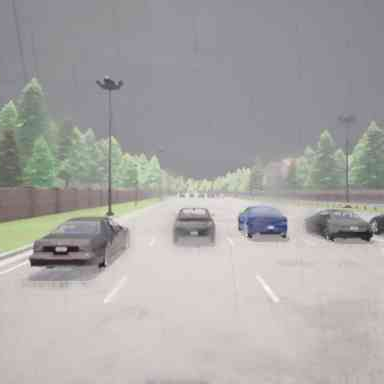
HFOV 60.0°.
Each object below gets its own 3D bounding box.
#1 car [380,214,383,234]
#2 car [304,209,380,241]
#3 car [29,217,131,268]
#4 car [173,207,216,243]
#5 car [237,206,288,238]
[{"bbox_3d":[10.597,1.491,16.152,1.837,1.490,4.892,0,0,0],"label":"car"},{"bbox_3d":[7.096,1.550,16.569,1.994,1.385,4.181,0,0,0],"label":"car"},{"bbox_3d":[-3.403,1.538,11.166,2.033,1.411,5.357,0,0,0],"label":"car"},{"bbox_3d":[0.096,1.478,16.091,2.128,1.511,4.902,0,0,0],"label":"car"},{"bbox_3d":[3.597,1.462,17.640,1.882,1.535,5.008,0,0,0],"label":"car"}]
